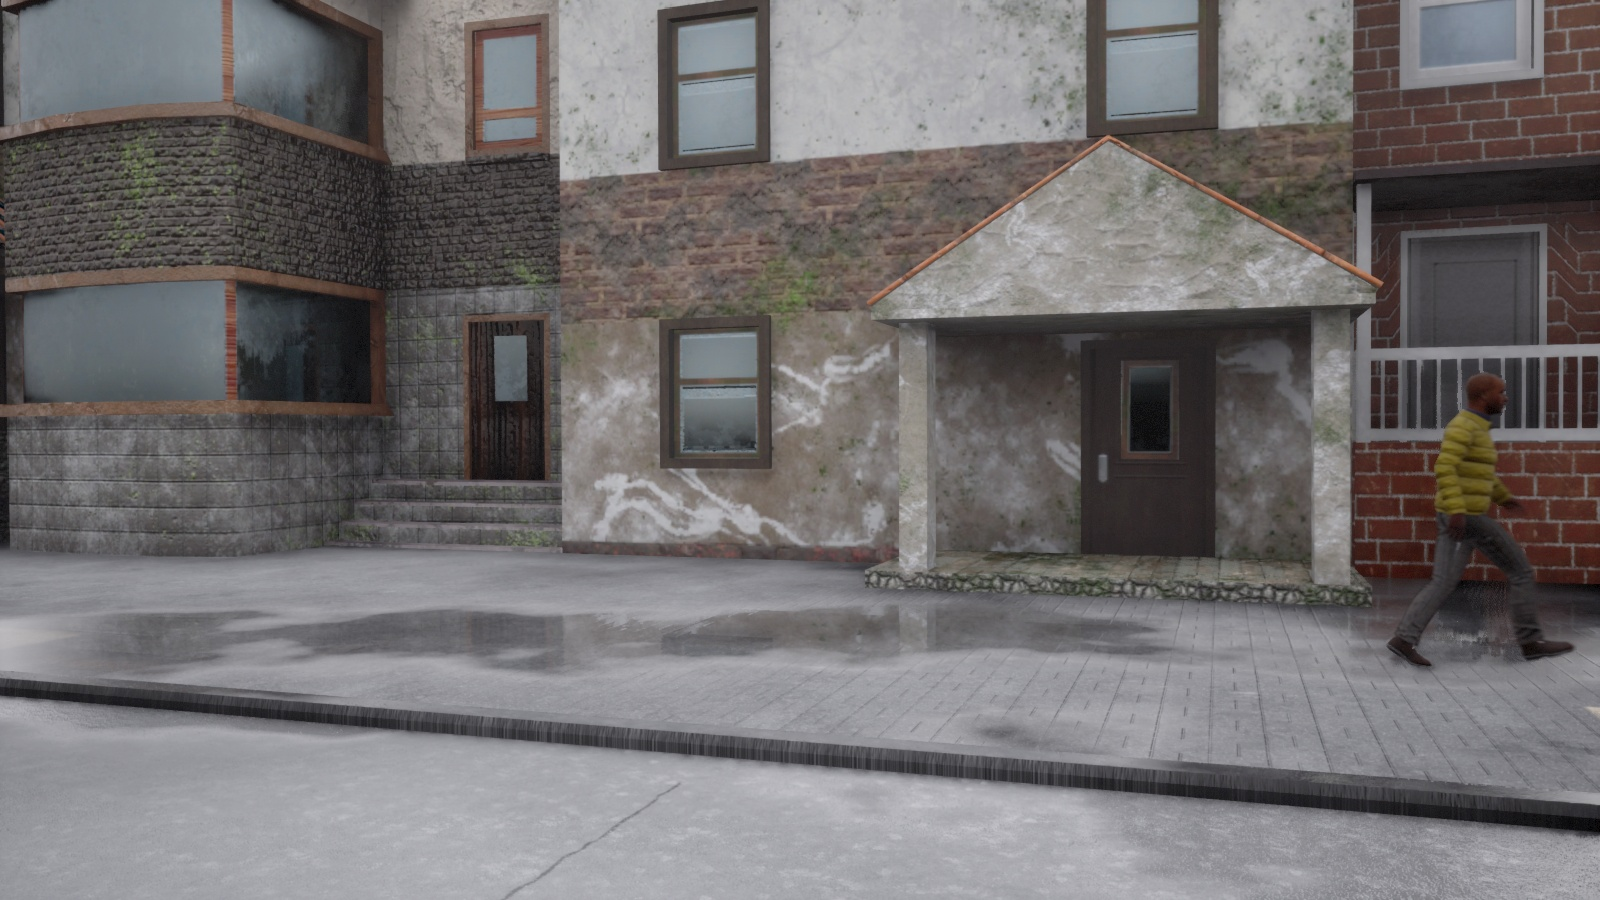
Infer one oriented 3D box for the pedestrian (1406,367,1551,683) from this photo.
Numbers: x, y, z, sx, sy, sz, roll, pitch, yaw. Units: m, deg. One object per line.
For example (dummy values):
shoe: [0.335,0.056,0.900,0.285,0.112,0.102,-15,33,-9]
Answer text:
pedestrian: [4.089,0.430,7.603,0.726,1.835,0.370,1,1,24]
